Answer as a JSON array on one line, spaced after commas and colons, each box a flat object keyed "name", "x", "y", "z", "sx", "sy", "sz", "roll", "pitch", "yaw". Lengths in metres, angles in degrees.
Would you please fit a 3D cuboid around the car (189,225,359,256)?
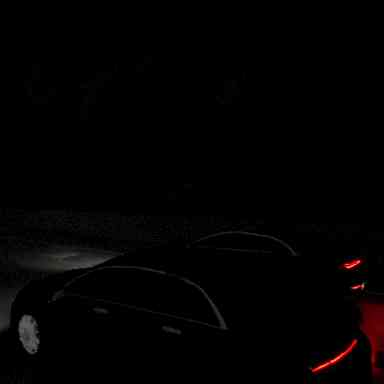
[{"name": "car", "x": 1.147, "y": 1.498, "z": 7.473, "sx": 4.902, "sy": 1.511, "sz": 2.128, "roll": 0, "pitch": 0, "yaw": 36}]

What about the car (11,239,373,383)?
[{"name": "car", "x": -0.450, "y": 1.510, "z": 4.314, "sx": 4.892, "sy": 1.490, "sz": 1.837, "roll": 0, "pitch": 0, "yaw": 35}]
